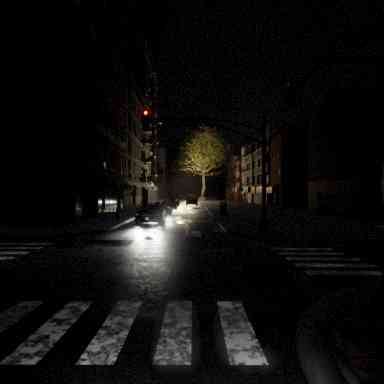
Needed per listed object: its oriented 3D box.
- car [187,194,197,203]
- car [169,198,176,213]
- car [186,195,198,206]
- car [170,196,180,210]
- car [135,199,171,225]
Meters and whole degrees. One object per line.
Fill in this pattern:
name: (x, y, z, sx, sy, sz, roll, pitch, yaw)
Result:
car: (-0.070, 1.330, 69.350, 2.097, 1.767, 4.553, 0, 0, 0)
car: (-2.933, 1.582, 33.794, 1.895, 1.301, 4.718, 0, 0, 0)
car: (-0.039, 1.454, 55.952, 1.882, 1.535, 5.008, 0, 0, 0)
car: (-2.925, 1.542, 43.141, 1.994, 1.385, 4.181, 0, 0, 0)
car: (-2.908, 1.480, 23.991, 2.128, 1.511, 4.902, 0, 0, 0)
